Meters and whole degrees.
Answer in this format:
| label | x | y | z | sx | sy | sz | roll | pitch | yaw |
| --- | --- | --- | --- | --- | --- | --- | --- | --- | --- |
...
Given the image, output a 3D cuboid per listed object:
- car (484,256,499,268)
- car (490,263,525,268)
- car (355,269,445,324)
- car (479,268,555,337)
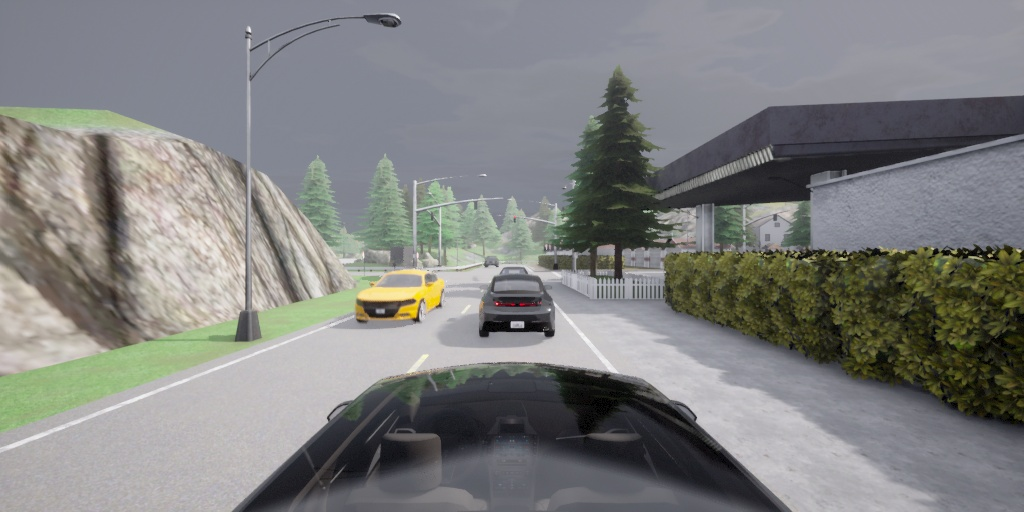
| label | x | y | z | sx | sy | sz | roll | pitch | yaw |
| --- | --- | --- | --- | --- | --- | --- | --- | --- | --- |
| car | -3.442 | 0.969 | 60.517 | 2.150 | 2.045 | 5.566 | 0 | 0 | 1 |
| car | 0.115 | 1.297 | 19.993 | 2.033 | 1.411 | 5.357 | 0 | 0 | 2 |
| car | -3.564 | 1.227 | 12.231 | 1.882 | 1.535 | 5.008 | 0 | 0 | 0 |
| car | 0.120 | 1.255 | 10.254 | 1.837 | 1.490 | 4.892 | 0 | 0 | 0 |
